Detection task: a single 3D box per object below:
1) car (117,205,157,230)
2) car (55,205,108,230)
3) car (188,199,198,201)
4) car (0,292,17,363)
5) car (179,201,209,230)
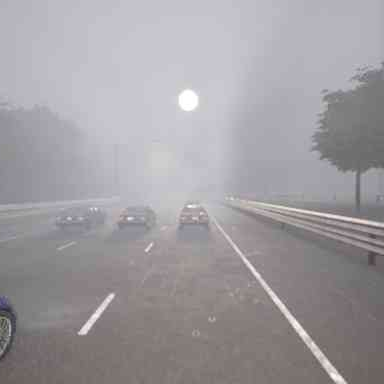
[{"bbox_3d":[-3.381,1.548,21.199,2.033,1.411,5.357,0,0,0],"label":"car"},{"bbox_3d":[-6.881,1.548,21.167,2.033,1.411,5.357,0,0,0],"label":"car"},{"bbox_3d":[0.140,1.566,41.706,1.994,1.385,4.181,0,0,0],"label":"car"},{"bbox_3d":[-3.398,1.526,2.797,1.812,1.442,4.674,0,0,0],"label":"car"},{"bbox_3d":[0.121,1.548,21.309,2.033,1.411,5.357,0,0,0],"label":"car"}]
